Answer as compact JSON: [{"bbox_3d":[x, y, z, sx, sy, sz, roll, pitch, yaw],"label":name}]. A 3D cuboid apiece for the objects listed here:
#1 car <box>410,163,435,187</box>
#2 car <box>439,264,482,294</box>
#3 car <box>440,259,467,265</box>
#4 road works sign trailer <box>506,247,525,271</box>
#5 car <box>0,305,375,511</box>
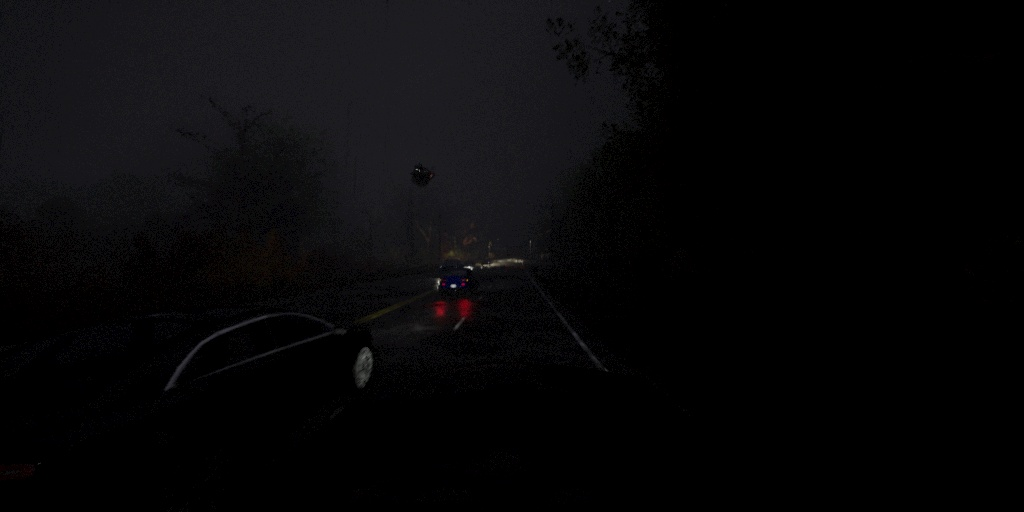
[{"bbox_3d":[-9.150,-7.926,36.125,1.837,1.490,4.892,31,-6,-19],"label":"car"},{"bbox_3d":[-3.057,1.398,21.066,1.812,1.442,4.674,0,0,0],"label":"car"},{"bbox_3d":[-6.298,1.052,37.589,1.882,1.535,5.008,2,0,1],"label":"car"},{"bbox_3d":[0.451,0.416,53.043,2.380,3.560,2.880,0,0,1],"label":"road works sign trailer"},{"bbox_3d":[-3.158,1.295,3.972,2.128,1.511,4.902,0,0,0],"label":"car"}]
